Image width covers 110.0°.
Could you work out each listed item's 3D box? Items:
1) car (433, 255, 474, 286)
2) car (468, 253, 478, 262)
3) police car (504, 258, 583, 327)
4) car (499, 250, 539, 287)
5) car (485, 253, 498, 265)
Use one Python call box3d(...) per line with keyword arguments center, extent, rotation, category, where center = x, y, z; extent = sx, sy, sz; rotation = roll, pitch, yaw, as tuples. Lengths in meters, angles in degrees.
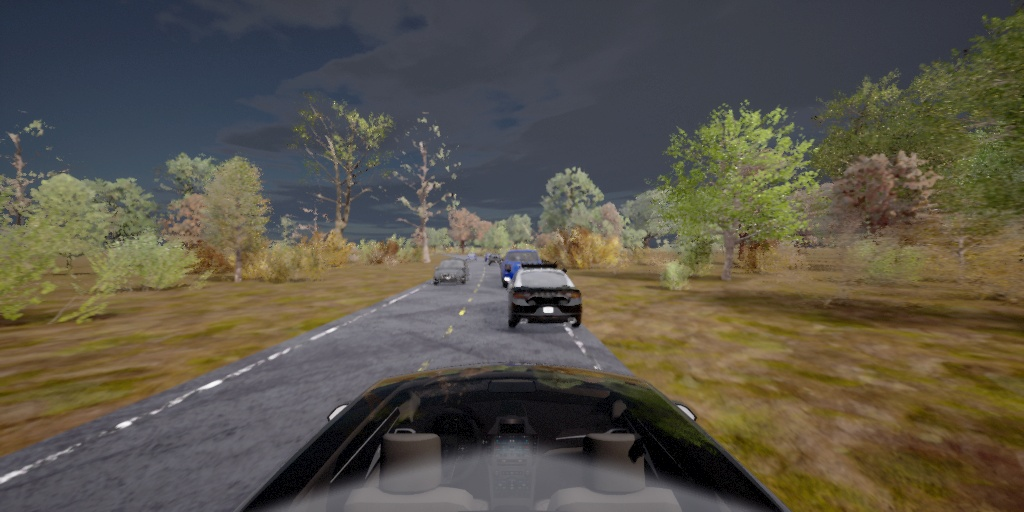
box3d(center=(-3.574, 0.919, 21.852), extent=(1.837, 1.490, 4.892), rotation=(0, 1, -2), category="car")
box3d(center=(-7.178, 0.232, 64.355), extent=(1.812, 1.442, 4.674), rotation=(0, 1, -7), category="car")
box3d(center=(0.800, 1.017, 10.959), extent=(1.930, 1.638, 5.238), rotation=(0, 1, -1), category="police car")
box3d(center=(0.490, 0.647, 20.918), extent=(2.150, 2.045, 5.566), rotation=(0, 1, -2), category="car")
box3d(center=(-2.281, 0.467, 48.440), extent=(1.837, 1.490, 4.892), rotation=(0, 0, -6), category="car")
